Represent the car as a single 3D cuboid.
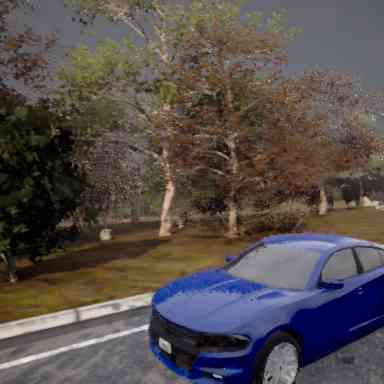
[{"bbox_3d":[1.724,1.442,5.219,5.008,1.535,1.882,-1,0,-35],"label":"car"}]
